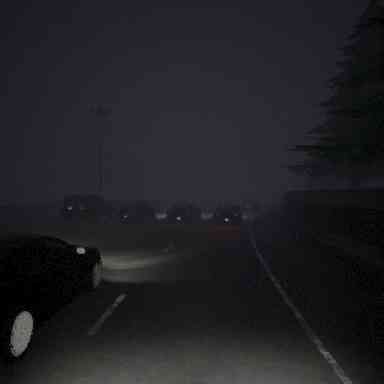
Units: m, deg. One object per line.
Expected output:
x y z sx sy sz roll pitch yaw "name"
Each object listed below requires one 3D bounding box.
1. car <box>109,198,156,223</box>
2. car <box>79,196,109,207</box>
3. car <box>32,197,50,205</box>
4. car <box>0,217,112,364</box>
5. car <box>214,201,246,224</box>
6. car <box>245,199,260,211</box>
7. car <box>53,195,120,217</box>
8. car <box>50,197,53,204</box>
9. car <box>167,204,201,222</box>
-4.170 1.494 25.633 2.128 1.511 4.902 0 0 11 "car"
-15.142 1.469 51.879 1.882 1.535 5.008 0 0 20 "car"
-22.572 1.453 51.835 1.882 1.535 5.008 0 0 19 "car"
-3.136 1.474 5.897 1.882 1.535 5.008 0 0 3 "car"
2.849 1.618 25.161 1.895 1.301 4.718 0 0 11 "car"
7.377 1.560 41.641 1.812 1.442 4.674 0 0 18 "car"
-7.819 1.216 25.356 2.150 2.045 5.566 0 0 11 "car"
-19.062 1.508 51.343 1.812 1.442 4.674 0 0 19 "car"
-0.499 1.612 26.297 1.895 1.301 4.718 0 0 12 "car"
